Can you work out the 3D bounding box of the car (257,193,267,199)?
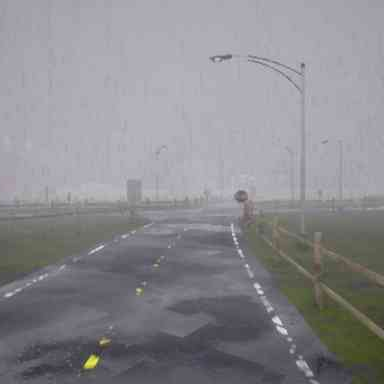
[{"bbox_3d":[19.126,1.184,90.613,1.837,1.490,4.892,0,0,26],"label":"car"}]
